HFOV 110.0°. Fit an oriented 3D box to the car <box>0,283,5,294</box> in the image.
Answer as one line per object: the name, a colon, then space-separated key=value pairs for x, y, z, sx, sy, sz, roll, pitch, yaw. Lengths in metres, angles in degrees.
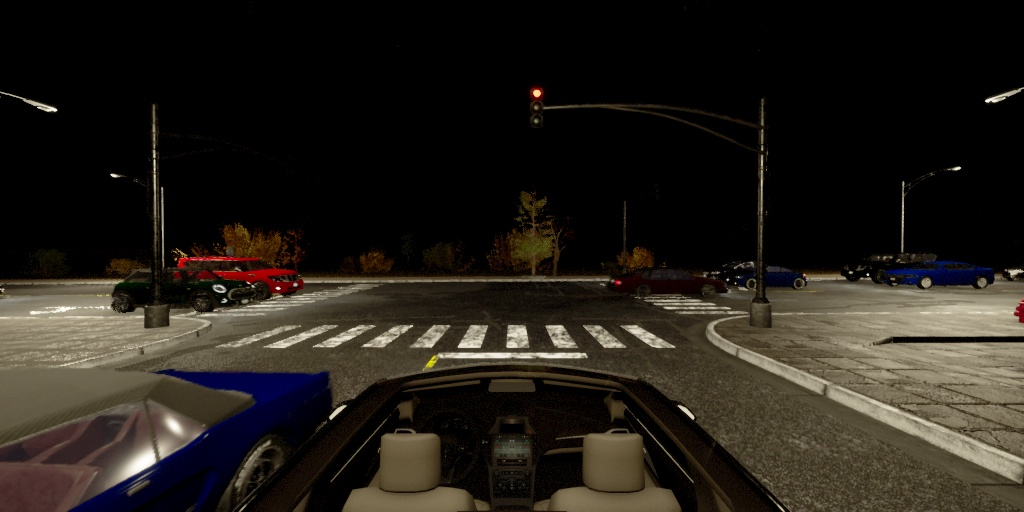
car: x=-28.337 y=1.451 z=17.671 sx=4.892 sy=1.490 sz=1.837 roll=-1 pitch=1 yaw=1

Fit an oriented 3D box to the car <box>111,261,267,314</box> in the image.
car: x=-12.879 y=1.235 z=14.294 sx=4.553 sy=1.767 sz=2.097 roll=0 pitch=1 yaw=0

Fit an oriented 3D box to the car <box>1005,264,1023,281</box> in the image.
car: x=35.886 y=0.946 z=23.838 sx=4.902 sy=1.511 sz=2.128 roll=0 pitch=1 yaw=1

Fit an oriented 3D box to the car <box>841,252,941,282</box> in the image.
car: x=25.405 y=0.737 z=23.932 sx=5.566 sy=2.045 sz=2.150 roll=0 pitch=1 yaw=1

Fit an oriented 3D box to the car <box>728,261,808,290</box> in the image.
car: x=14.497 y=1.187 z=20.775 sx=4.181 sy=1.385 sz=1.994 roll=0 pitch=1 yaw=0

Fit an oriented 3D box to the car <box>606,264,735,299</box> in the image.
car: x=7.384 y=1.254 z=17.390 sx=5.357 sy=1.411 sz=2.033 roll=0 pitch=1 yaw=1

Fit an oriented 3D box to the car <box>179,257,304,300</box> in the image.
car: x=-13.358 y=1.066 z=17.548 sx=5.566 sy=2.045 sz=2.150 roll=0 pitch=1 yaw=0

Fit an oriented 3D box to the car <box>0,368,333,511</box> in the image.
car: x=-2.821 y=1.351 z=1.359 sx=1.895 sy=1.301 sz=4.718 roll=0 pitch=0 yaw=3

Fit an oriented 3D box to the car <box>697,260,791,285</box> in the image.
car: x=15.379 y=1.068 z=24.017 sx=4.902 sy=1.511 sz=2.128 roll=0 pitch=1 yaw=0

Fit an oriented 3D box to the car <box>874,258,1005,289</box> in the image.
car: x=24.483 y=1.040 z=20.693 sx=5.008 sy=1.535 sz=1.882 roll=0 pitch=1 yaw=0
